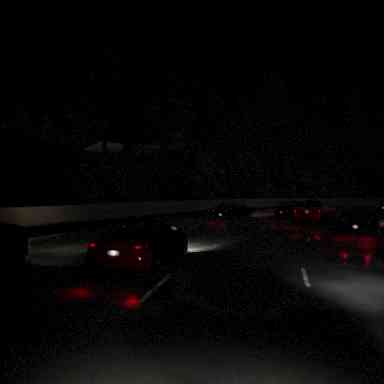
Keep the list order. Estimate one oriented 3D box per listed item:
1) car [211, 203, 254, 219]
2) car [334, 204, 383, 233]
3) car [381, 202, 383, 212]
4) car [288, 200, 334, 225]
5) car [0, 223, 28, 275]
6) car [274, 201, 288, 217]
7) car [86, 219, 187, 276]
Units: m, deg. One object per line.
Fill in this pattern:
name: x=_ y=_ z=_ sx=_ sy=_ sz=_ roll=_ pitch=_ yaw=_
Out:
car: x=3.696 y=1.592 z=29.389 sx=1.895 sy=1.301 sz=4.718 roll=0 pitch=0 yaw=37
car: x=10.261 y=1.628 z=20.303 sx=1.895 sy=1.301 sz=4.718 roll=0 pitch=0 yaw=32
car: x=21.718 y=1.629 z=35.824 sx=4.181 sy=1.385 sz=1.994 roll=0 pitch=0 yaw=-32
car: x=9.045 y=1.370 z=24.356 sx=2.097 sy=1.767 sz=4.553 roll=0 pitch=0 yaw=35
car: x=-6.163 y=1.189 z=7.364 sx=2.150 sy=2.045 sz=5.566 roll=0 pitch=0 yaw=10
car: x=9.076 y=1.540 z=29.967 sx=1.812 sy=1.442 sz=4.674 roll=0 pitch=0 yaw=41
car: x=-1.526 y=1.548 z=10.525 sx=1.994 sy=1.385 sz=4.181 roll=0 pitch=0 yaw=14
